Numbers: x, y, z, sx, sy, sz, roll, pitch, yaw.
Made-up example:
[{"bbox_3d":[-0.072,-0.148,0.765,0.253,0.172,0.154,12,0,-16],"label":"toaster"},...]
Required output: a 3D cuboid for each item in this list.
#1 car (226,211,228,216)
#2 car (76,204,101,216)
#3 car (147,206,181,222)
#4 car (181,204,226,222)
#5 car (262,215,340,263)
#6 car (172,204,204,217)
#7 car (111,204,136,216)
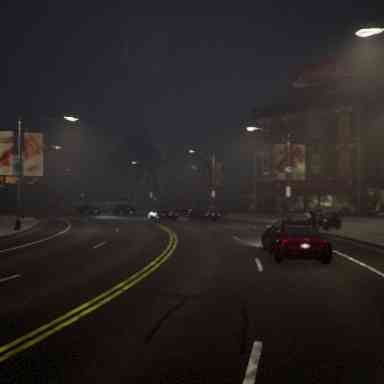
[{"bbox_3d":[2.215,2.303,38.165,1.895,1.301,4.718,0,-1,-22],"label":"car"},{"bbox_3d":[-13.769,2.303,44.130,2.128,1.511,4.902,1,-2,-40],"label":"car"},{"bbox_3d":[-2.982,2.160,33.158,2.033,1.411,5.357,0,-1,-23],"label":"car"},{"bbox_3d":[1.021,2.156,32.806,2.033,1.411,5.357,0,-1,-21],"label":"car"},{"bbox_3d":[3.965,1.811,13.094,1.994,1.385,4.181,0,-1,5],"label":"car"},{"bbox_3d":[-0.633,2.318,43.138,2.002,1.452,4.674,1,-1,-32],"label":"car"},{"bbox_3d":[-8.998,2.308,43.513,1.837,1.490,4.892,1,-1,-35],"label":"car"}]
